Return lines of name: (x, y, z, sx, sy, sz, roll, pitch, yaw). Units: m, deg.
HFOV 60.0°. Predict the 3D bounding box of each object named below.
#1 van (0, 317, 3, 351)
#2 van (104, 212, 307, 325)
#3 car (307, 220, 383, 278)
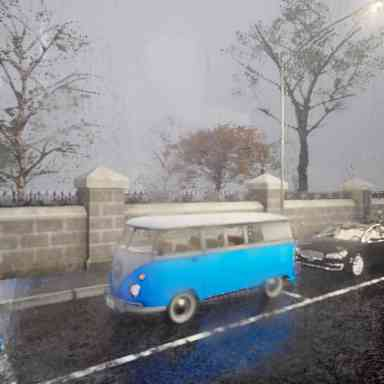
van: (-4.242, 1.343, 3.532, 3.998, 1.788, 1.690, 0, 0, -35)
van: (0.343, 1.340, 6.799, 3.998, 1.788, 1.690, 0, 0, -35)
car: (4.927, 1.549, 10.068, 4.403, 1.369, 2.008, 0, 0, -35)
